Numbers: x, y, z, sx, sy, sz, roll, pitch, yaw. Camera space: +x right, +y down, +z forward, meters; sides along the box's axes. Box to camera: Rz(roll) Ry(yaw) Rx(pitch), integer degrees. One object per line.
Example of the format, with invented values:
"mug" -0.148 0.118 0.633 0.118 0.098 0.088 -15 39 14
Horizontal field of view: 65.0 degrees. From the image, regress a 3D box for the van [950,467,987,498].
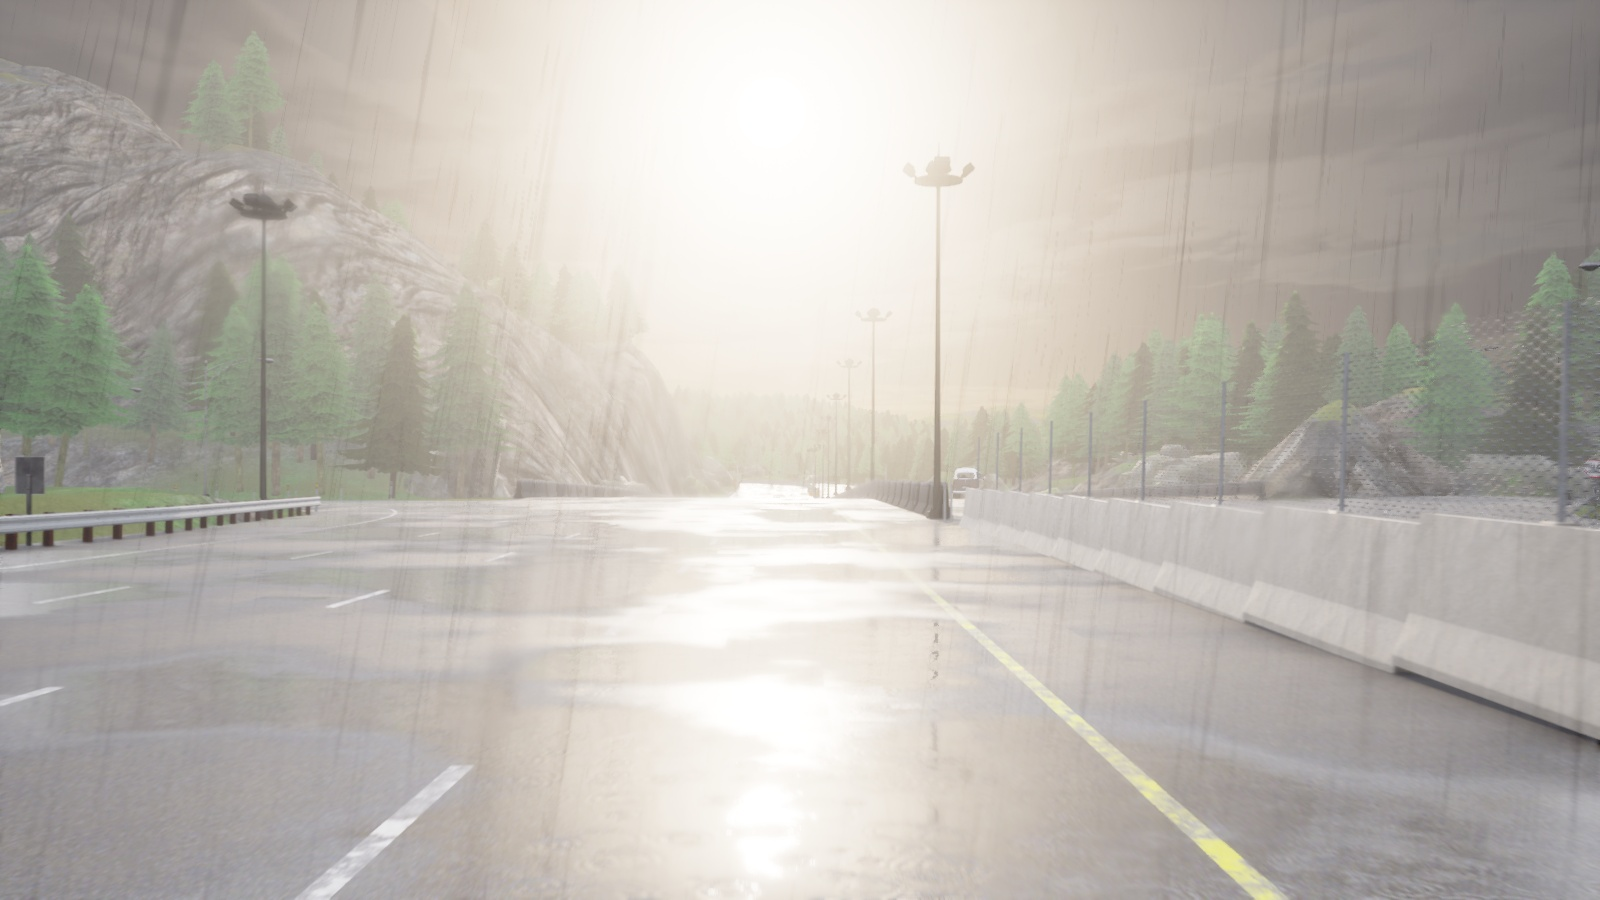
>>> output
"van" 11.409 2.220 84.741 2.069 2.038 4.480 -1 -3 13
